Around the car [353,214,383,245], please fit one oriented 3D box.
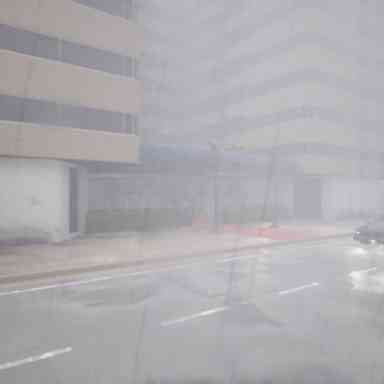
[{"bbox_3d":[9.444,1.602,14.924,5.357,1.411,2.033,0,0,-35],"label":"car"}]
